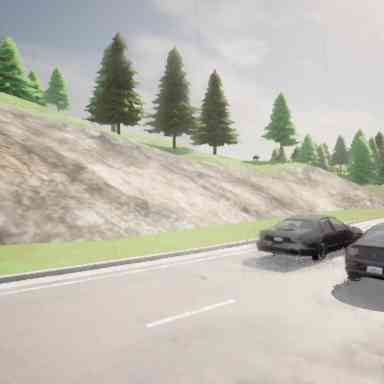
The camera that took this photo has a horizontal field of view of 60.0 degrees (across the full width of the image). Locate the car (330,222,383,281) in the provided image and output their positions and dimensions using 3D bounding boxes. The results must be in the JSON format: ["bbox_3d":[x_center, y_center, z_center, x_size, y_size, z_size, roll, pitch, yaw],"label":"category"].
[{"bbox_3d":[5.643,1.520,8.765,4.674,1.442,1.812,0,0,-43],"label":"car"}]

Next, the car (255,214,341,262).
[{"bbox_3d":[4.501,1.541,12.282,5.357,1.411,2.033,0,0,-45],"label":"car"}]
